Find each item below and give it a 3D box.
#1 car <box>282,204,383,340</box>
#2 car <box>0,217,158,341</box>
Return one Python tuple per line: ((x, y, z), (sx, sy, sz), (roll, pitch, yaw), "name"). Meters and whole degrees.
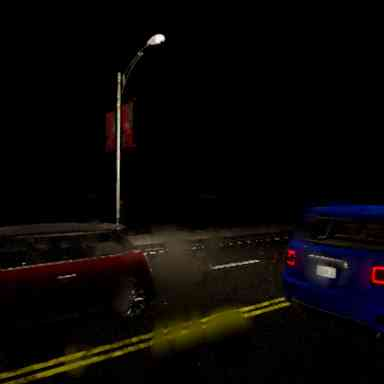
((4.129, 1.265, 6.386), (5.566, 2.045, 2.150), (0, 0, -36), "car")
((-2.930, 1.356, 5.587), (4.553, 1.767, 2.097), (0, 0, -35), "car")
